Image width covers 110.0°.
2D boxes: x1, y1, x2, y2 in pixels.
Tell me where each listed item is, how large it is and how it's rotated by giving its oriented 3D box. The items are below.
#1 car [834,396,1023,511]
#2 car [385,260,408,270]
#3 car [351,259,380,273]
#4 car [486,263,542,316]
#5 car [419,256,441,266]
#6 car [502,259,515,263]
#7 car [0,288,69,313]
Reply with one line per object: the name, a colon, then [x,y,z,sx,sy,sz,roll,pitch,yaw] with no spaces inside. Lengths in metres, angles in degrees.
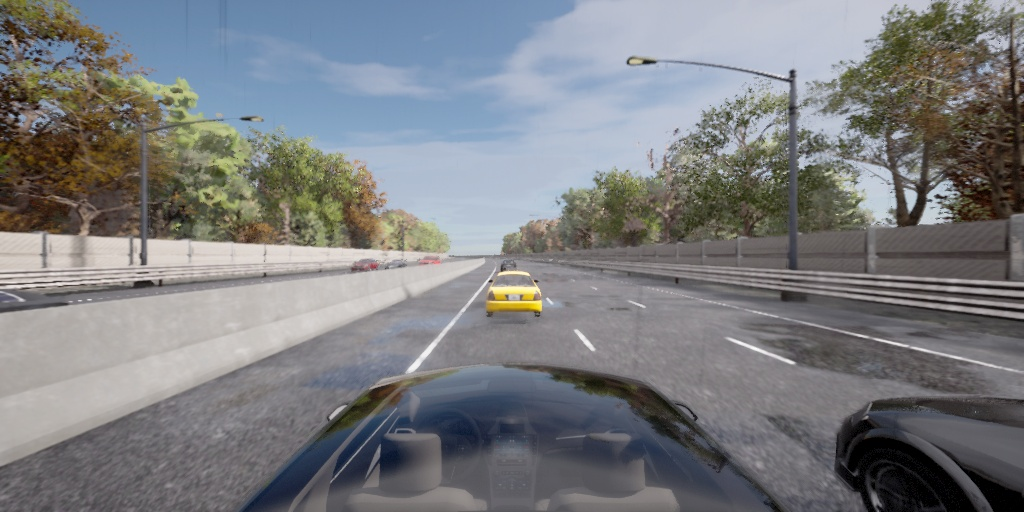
car: [3.591,1.313,1.129,1.994,1.385,4.181,0,0,0]
car: [-14.664,1.255,45.827,2.128,1.511,4.902,0,0,-1]
car: [-18.136,1.114,44.430,2.097,1.767,4.553,0,0,-1]
car: [0.047,1.210,13.237,1.801,1.575,5.366,0,0,0]
car: [-11.251,0.988,49.598,2.150,2.045,5.566,0,0,-1]
car: [-0.444,1.195,44.299,2.033,1.649,4.856,0,0,-1]
car: [-10.616,1.245,5.814,2.128,1.511,4.902,0,0,0]
